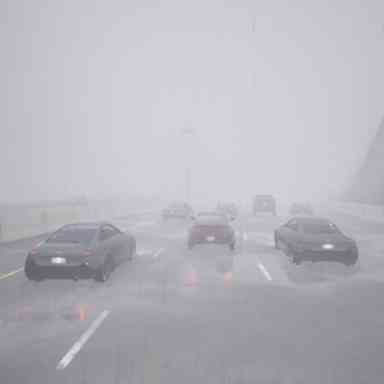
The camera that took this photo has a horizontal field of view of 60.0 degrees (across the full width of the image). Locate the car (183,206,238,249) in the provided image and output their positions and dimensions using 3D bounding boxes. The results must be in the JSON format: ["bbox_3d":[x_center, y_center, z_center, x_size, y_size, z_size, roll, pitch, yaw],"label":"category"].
[{"bbox_3d":[0.885,1.537,14.506,1.812,1.442,4.674,0,0,5],"label":"car"}]

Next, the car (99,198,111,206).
[{"bbox_3d":[-13.168,1.569,53.181,1.994,1.385,4.181,0,0,17],"label":"car"}]

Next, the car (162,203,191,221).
[{"bbox_3d":[-1.044,1.563,27.227,2.033,1.411,5.357,0,0,9],"label":"car"}]

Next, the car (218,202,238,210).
[{"bbox_3d":[3.427,1.629,32.183,1.895,1.301,4.718,0,0,11],"label":"car"}]

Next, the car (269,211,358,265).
[{"bbox_3d":[4.173,1.581,11.820,1.994,1.385,4.181,0,0,4],"label":"car"}]

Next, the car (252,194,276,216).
[{"bbox_3d":[7.219,1.259,33.308,2.150,2.045,5.566,0,0,12],"label":"car"}]

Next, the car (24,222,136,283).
[{"bbox_3d":[-2.985,1.564,9.739,1.994,1.385,4.181,0,0,3],"label":"car"}]

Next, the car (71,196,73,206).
[{"bbox_3d":[-17.576,1.348,50.420,2.097,1.767,4.553,0,0,16],"label":"car"}]

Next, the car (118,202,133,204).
[{"bbox_3d":[-9.436,1.506,53.414,2.128,1.511,4.902,0,0,17],"label":"car"}]

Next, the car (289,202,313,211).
[{"bbox_3d":[10.738,1.646,33.029,1.895,1.301,4.718,0,0,12],"label":"car"}]
